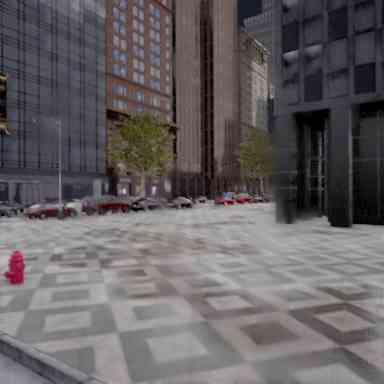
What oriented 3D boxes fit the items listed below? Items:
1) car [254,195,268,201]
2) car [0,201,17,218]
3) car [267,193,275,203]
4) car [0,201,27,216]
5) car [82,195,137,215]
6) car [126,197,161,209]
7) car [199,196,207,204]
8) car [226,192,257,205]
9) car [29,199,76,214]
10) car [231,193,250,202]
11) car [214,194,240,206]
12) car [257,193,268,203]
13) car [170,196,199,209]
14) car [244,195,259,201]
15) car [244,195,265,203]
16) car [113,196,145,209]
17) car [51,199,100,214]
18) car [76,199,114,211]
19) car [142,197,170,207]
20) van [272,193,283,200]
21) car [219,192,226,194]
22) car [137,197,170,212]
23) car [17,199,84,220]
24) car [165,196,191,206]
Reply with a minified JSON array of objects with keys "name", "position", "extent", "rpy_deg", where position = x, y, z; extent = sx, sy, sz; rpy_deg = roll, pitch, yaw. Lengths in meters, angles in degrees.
[{"name":"car","position":[17.132,1.422,82.211],"extent":[1.802,1.307,4.206],"rpy_deg":[0,0,35]},{"name":"car","position":[-17.018,1.528,27.938],"extent":[1.994,1.385,4.181],"rpy_deg":[-1,0,35]},{"name":"car","position":[14.522,1.110,63.440],"extent":[2.192,1.841,5.009],"rpy_deg":[0,0,35]},{"name":"car","position":[-18.130,1.546,31.174],"extent":[1.947,1.339,4.313],"rpy_deg":[0,0,35]},{"name":"car","position":[-7.914,1.203,30.967],"extent":[2.192,1.841,5.009],"rpy_deg":[0,0,35]},{"name":"car","position":[-6.298,1.429,43.442],"extent":[1.812,1.442,4.674],"rpy_deg":[-1,0,35]},{"name":"car","position":[1.104,1.454,59.014],"extent":[1.947,1.339,4.313],"rpy_deg":[0,0,35]},{"name":"car","position":[8.112,1.130,54.163],"extent":[2.192,1.841,5.009],"rpy_deg":[0,0,35]},{"name":"car","position":[-14.924,1.526,35.815],"extent":[1.947,1.339,4.313],"rpy_deg":[0,0,35]},{"name":"car","position":[10.719,1.173,72.933],"extent":[2.192,1.841,5.009],"rpy_deg":[0,0,35]},{"name":"car","position":[4.907,1.371,49.522],"extent":[1.887,1.381,4.507],"rpy_deg":[0,0,35]},{"name":"car","position":[11.318,1.371,58.800],"extent":[1.947,1.339,4.313],"rpy_deg":[0,0,35]},{"name":"car","position":[-1.503,1.420,40.243],"extent":[1.947,1.339,4.313],"rpy_deg":[0,0,35]},{"name":"car","position":[13.927,1.414,77.573],"extent":[1.947,1.339,4.313],"rpy_deg":[0,0,35]},{"name":"car","position":[12.251,1.365,64.670],"extent":[2.033,1.411,5.357],"rpy_deg":[-1,0,35]},{"name":"car","position":[-8.515,1.366,45.093],"extent":[1.967,1.590,4.097],"rpy_deg":[0,0,35]},{"name":"car","position":[-12.154,1.460,34.976],"extent":[1.812,1.442,4.674],"rpy_deg":[-1,0,34]},{"name":"car","position":[-11.719,1.525,40.454],"extent":[1.802,1.307,4.206],"rpy_deg":[0,0,35]},{"name":"car","position":[-5.308,1.494,49.734],"extent":[1.802,1.307,4.206],"rpy_deg":[0,0,35]},{"name":"van","position":[23.541,1.180,91.493],"extent":[1.690,1.788,3.998],"rpy_deg":[-1,0,35]},{"name":"car","position":[6.411,1.057,56.221],"extent":[2.150,2.045,5.566],"rpy_deg":[-1,0,35]},{"name":"car","position":[-4.707,1.436,35.605],"extent":[1.947,1.339,4.313],"rpy_deg":[0,0,35]},{"name":"car","position":[-11.118,1.490,26.327],"extent":[1.802,1.307,4.206],"rpy_deg":[0,0,35]},{"name":"car","position":[-2.199,1.425,54.233],"extent":[1.752,1.417,4.829],"rpy_deg":[0,0,35]}]
